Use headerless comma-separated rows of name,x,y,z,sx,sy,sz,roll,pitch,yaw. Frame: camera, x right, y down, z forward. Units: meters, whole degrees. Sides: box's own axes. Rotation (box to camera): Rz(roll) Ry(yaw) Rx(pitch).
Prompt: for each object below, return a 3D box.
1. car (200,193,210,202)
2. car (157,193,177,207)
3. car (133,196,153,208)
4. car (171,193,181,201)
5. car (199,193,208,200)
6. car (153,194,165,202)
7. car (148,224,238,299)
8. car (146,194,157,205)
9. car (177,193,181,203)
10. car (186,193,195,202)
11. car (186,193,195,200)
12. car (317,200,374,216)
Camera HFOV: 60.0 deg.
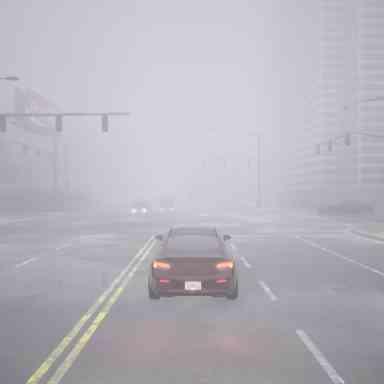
car,3.146,1.515,78.116,2.128,1.511,4.902,0,0,0
car,-3.859,1.221,51.280,2.150,2.045,5.566,0,0,-4
car,-7.307,1.600,48.203,1.895,1.301,4.718,0,0,0
car,-3.873,1.209,82.066,2.150,2.045,5.566,0,0,0
car,3.098,1.184,88.404,2.097,1.767,4.553,0,0,0
car,-7.336,1.354,74.077,2.097,1.767,4.553,0,0,0
car,0.028,1.526,8.307,1.812,1.442,4.674,0,0,0
car,-7.339,1.526,59.538,1.812,1.442,4.674,0,1,0
car,-3.821,1.224,67.091,2.150,2.045,5.566,0,0,0
car,-0.356,1.583,78.483,1.895,1.301,4.718,0,0,0
car,-0.402,1.184,88.388,2.097,1.767,4.553,0,0,0
car,14.448,1.477,31.455,5.008,1.535,1.882,0,0,-2
